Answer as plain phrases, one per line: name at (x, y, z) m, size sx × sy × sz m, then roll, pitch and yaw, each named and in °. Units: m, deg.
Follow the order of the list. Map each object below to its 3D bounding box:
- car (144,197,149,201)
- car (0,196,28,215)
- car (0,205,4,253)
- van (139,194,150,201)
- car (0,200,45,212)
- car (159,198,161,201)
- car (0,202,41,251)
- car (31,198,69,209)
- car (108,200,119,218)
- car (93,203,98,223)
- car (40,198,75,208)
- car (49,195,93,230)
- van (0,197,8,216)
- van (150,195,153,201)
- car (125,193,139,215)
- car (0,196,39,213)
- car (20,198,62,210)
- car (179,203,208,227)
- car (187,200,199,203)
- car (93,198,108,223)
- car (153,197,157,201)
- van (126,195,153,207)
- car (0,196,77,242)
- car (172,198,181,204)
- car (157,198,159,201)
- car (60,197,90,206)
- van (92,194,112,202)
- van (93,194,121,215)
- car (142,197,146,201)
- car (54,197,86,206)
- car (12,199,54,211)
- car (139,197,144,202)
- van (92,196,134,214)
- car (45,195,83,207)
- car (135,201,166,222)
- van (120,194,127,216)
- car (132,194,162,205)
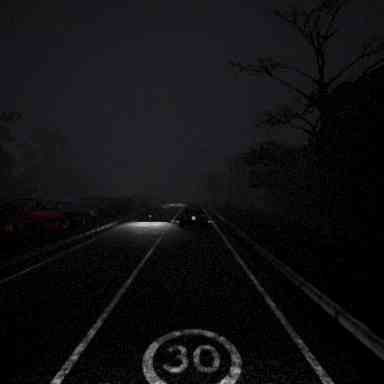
car at (-8.968, 1.788, 46.878) m, size 4.792 × 1.488 × 2.163 m, roll 0°, pitch 0°, yaw 0°
car at (-22.038, 1.473, 37.859) m, size 5.566 × 2.045 × 2.435 m, roll 0°, pitch 0°, yaw 0°
car at (-8.874, 1.417, 10.429) m, size 4.553 × 1.767 × 2.185 m, roll 0°, pitch 0°, yaw 0°
van at (-9.057, 1.534, 49.681) m, size 4.442 × 1.987 × 1.878 m, roll 0°, pitch 0°, yaw 0°
car at (-22.044, 1.778, 43.409) m, size 4.792 × 1.488 × 2.163 m, roll 0°, pitch 0°, yaw 0°
car at (-8.768, 1.745, 63.700) m, size 5.366 × 1.575 × 1.946 m, roll 0°, pitch 0°, yaw 0°
car at (-8.876, 1.436, 13.233) m, size 4.553 × 1.767 × 2.185 m, roll 0°, pitch 0°, yaw 0°
car at (-22.017, 1.762, 51.742) m, size 5.008 × 1.535 × 2.097 m, roll 0°, pitch 0°, yaw 0°
car at (-8.914, 1.654, 27.248) m, size 4.892 × 1.521 × 2.231 m, roll 0°, pitch 0°, yaw 0°
car at (-8.913, 1.657, 21.641) m, size 4.674 × 1.452 × 2.002 m, roll 0°, pitch 0°, yaw 0°
car at (-22.019, 1.762, 54.520) m, size 4.892 × 1.521 × 2.231 m, roll 0°, pitch 0°, yaw 0°
car at (-8.884, 1.347, 18.840) m, size 5.566 × 2.045 × 2.435 m, roll 0°, pitch 0°, yaw 0°
van at (-22.124, 1.480, 35.083) m, size 4.442 × 1.987 × 1.878 m, roll 0°, pitch 0°, yaw 0°
van at (-8.827, 1.535, 52.483) m, size 4.442 × 1.987 × 1.878 m, roll 0°, pitch 0°, yaw 0°
car at (-8.900, 1.457, 35.660) m, size 5.566 × 2.045 × 2.435 m, roll 0°, pitch 0°, yaw 0°
car at (-21.984, 1.486, 40.636) m, size 5.566 × 2.045 × 2.435 m, roll 0°, pitch 0°, yaw 0°
car at (-22.205, 1.757, 48.964) m, size 5.366 × 1.575 × 1.946 m, roll 0°, pitch 0°, yaw 0°
car at (0.111, 1.716, 24.053) m, size 1.994 × 1.385 × 4.181 m, roll 0°, pitch 0°, yaw 0°
car at (0.122, 1.753, 41.503) m, size 1.812 × 1.442 × 4.674 m, roll 0°, pitch 0°, yaw 0°
car at (-8.949, 1.509, 24.446) m, size 4.553 × 1.767 × 2.185 m, roll 0°, pitch 0°, yaw 0°
car at (-8.941, 1.759, 55.290) m, size 5.008 × 1.535 × 2.097 m, roll 0°, pitch 0°, yaw 0°
van at (-9.065, 1.529, 58.093) m, size 4.442 × 1.987 × 1.878 m, roll 0°, pitch 0°, yaw 0°
car at (-8.882, 1.328, 16.037) m, size 5.566 × 2.045 × 2.435 m, roll 0°, pitch 0°, yaw 0°
car at (-3.219, 1.845, 69.987) m, size 1.895 × 1.301 × 4.718 m, roll 0°, pitch 0°, yaw 0°
car at (-8.954, 1.792, 60.896) m, size 4.674 × 1.452 × 2.002 m, roll 0°, pitch 0°, yaw 0°
car at (-22.038, 1.750, 62.846) m, size 5.008 × 1.535 × 2.097 m, roll 0°, pitch 0°, yaw 0°
van at (-22.167, 1.500, 82.274) m, size 4.442 × 1.987 × 1.878 m, roll 0°, pitch 0°, yaw 0°
van at (-9.040, 1.446, 30.052) m, size 4.442 × 1.987 × 1.878 m, roll 0°, pitch 0°, yaw 0°
car at (-8.933, 1.790, 44.070) m, size 4.674 × 1.452 × 2.002 m, roll 0°, pitch 0°, yaw 0°
car at (-22.035, 1.753, 60.070) m, size 5.008 × 1.535 × 2.097 m, roll 0°, pitch 0°, yaw 0°
car at (-21.988, 1.789, 46.193) m, size 4.792 × 1.488 × 2.163 m, roll 0°, pitch 0°, yaw 0°
car at (-8.940, 1.740, 41.267) m, size 4.892 × 1.521 × 2.231 m, roll 0°, pitch 0°, yaw 0°
van at (-9.047, 1.501, 38.460) m, size 4.442 × 1.987 × 1.878 m, roll 0°, pitch 0°, yaw 0°
car at (-21.999, 1.506, 57.294) m, size 5.566 × 2.045 × 2.435 m, roll 0°, pitch 0°, yaw 0°
car at (-3.335, 1.738, 28.418) m, size 1.994 × 1.385 × 4.181 m, roll 0°, pitch 0°, yaw 0°
van at (-9.042, 1.464, 32.856) m, size 4.442 × 1.987 × 1.878 m, roll 0°, pitch 0°, yaw 0°
car at (-8.928, 1.493, 66.503) m, size 5.566 × 2.045 × 2.435 m, roll 0°, pitch 0°, yaw 0°
